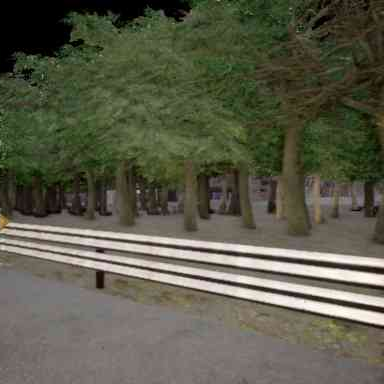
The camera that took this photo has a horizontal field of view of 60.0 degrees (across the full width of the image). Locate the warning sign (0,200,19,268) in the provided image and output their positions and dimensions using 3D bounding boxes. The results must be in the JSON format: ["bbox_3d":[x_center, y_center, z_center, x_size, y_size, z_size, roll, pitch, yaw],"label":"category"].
[{"bbox_3d":[-5.763,1.165,9.275,1.060,1.860,1.300,-1,0,36],"label":"warning sign"}]
